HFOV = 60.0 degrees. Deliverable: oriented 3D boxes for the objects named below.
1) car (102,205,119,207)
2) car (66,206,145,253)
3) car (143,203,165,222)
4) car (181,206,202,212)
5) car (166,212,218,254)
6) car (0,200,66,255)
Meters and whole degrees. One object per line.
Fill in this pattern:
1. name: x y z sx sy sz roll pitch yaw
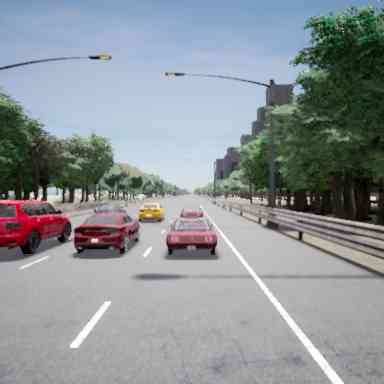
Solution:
1. car: -7.017 1.804 28.988 2.033 1.411 5.357 0 0 0
2. car: -3.502 1.611 14.475 1.882 1.535 5.008 0 0 0
3. car: -3.513 1.738 29.486 1.882 1.535 5.008 0 0 0
4. car: -0.017 1.858 29.112 1.895 1.301 4.718 0 0 0
5. car: -0.007 1.730 14.113 1.895 1.301 4.718 0 0 0
6. car: -7.008 1.345 14.028 2.150 2.045 5.566 0 0 0
